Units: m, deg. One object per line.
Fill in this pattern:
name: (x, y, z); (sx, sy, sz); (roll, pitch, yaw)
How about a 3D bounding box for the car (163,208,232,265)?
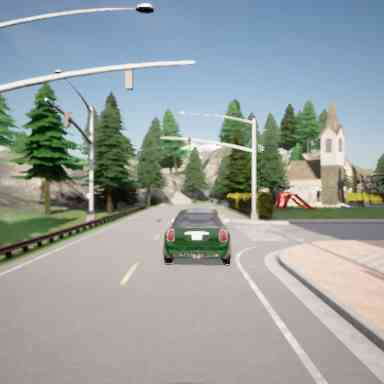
car: (0.290, 1.359, 11.970); (2.097, 1.767, 4.553); (0, 0, 4)
